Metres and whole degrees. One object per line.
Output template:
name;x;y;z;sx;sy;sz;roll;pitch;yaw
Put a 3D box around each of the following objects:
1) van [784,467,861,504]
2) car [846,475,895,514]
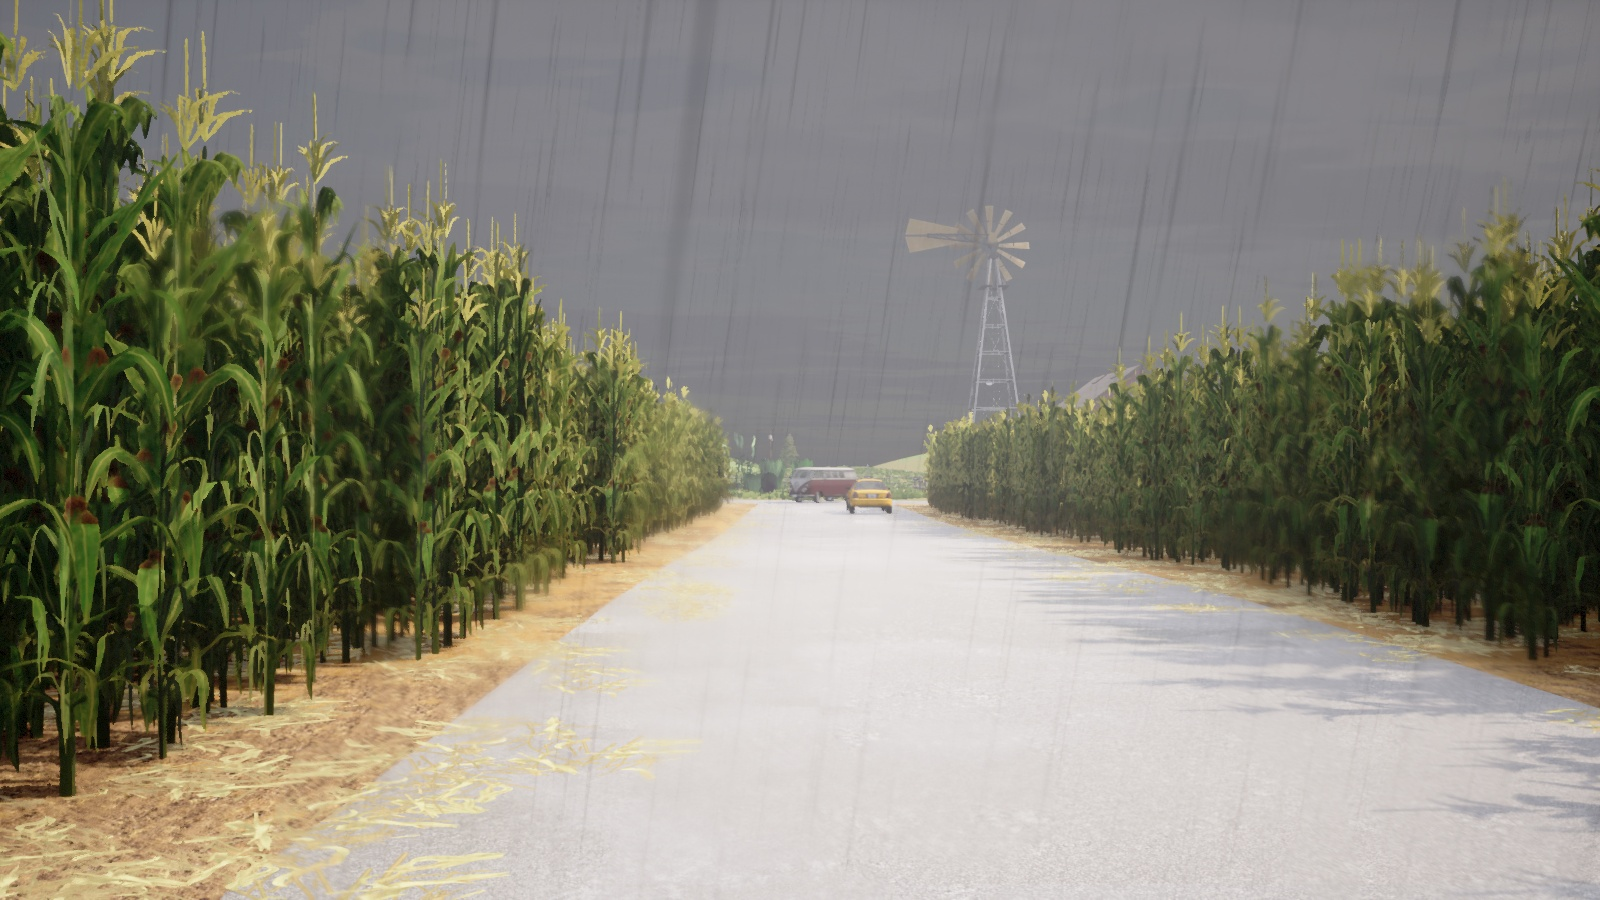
van;1.276;1.935;69.845;1.775;1.987;4.442;-2;-2;43
car;2.980;1.866;54.218;1.801;1.575;5.366;0;-1;0
